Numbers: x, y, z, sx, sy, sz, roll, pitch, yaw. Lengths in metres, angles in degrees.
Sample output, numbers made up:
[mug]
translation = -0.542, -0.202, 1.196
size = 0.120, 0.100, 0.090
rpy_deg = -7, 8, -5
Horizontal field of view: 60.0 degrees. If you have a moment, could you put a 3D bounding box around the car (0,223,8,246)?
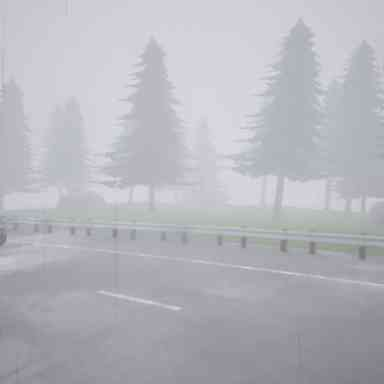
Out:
[car]
translation = -9.092, 1.440, 12.632
size = 4.181, 1.385, 1.994
rpy_deg = 0, 1, 24
